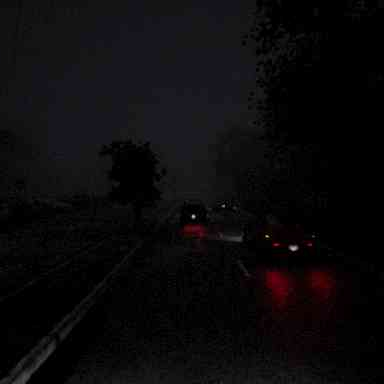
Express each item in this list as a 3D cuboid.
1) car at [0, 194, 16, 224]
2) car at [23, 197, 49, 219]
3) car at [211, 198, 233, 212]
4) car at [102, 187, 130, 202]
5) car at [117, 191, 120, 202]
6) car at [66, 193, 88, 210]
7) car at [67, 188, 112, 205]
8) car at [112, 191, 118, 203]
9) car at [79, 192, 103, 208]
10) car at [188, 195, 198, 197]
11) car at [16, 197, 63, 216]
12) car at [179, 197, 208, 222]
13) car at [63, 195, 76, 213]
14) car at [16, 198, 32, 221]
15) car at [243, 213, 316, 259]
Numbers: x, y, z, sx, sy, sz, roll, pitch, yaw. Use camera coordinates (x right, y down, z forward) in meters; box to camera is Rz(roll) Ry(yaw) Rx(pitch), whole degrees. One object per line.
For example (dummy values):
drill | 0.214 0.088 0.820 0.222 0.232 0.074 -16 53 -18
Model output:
car | -13.858 1.170 19.623 5.566 2.045 2.435 -1 1 -20
car | -13.828 1.402 25.649 4.674 1.452 2.002 -1 0 -20
car | 3.100 1.308 34.578 1.994 1.385 4.181 0 1 0
car | -13.834 0.683 55.632 5.566 2.045 2.435 -1 1 -20
car | -13.984 1.010 49.585 5.366 1.575 1.946 -1 1 -20
car | -13.813 1.234 34.648 5.008 1.535 2.097 -1 1 -20
car | -13.793 0.843 43.664 5.566 2.045 2.435 -1 1 -20
car | -13.638 1.044 46.719 5.366 1.575 1.946 -1 1 -20
car | -13.790 1.168 40.665 4.792 1.488 2.163 -1 1 -20
car | 0.089 1.148 42.356 1.812 1.442 4.674 0 1 0
car | -13.856 1.195 28.636 4.553 1.767 2.185 -1 1 -20
car | 0.100 1.382 24.841 1.837 1.490 4.892 0 0 0
car | -13.824 1.319 31.649 4.674 1.452 2.002 -1 1 -20
car | -13.853 1.422 22.625 4.792 1.488 2.163 -1 1 -20
car | 3.100 1.504 12.440 1.812 1.442 4.674 0 0 0
